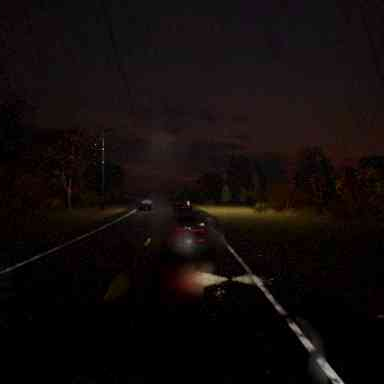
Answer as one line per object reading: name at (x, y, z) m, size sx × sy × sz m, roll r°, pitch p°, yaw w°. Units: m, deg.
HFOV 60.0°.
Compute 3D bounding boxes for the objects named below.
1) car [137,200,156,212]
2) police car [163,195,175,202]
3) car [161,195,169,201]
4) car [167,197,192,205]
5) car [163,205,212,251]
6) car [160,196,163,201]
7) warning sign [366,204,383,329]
car at (-5.259, 1.634, 38.992) m, size 1.994 × 1.385 × 4.181 m, roll 0°, pitch 0°, yaw -5°
police car at (-4.801, 1.528, 75.122) m, size 1.930 × 1.638 × 5.238 m, roll 0°, pitch 0°, yaw -9°
car at (-7.485, 1.633, 90.874) m, size 1.812 × 1.442 × 4.674 m, roll 0°, pitch 0°, yaw -11°
car at (-0.963, 1.548, 30.751) m, size 2.128 × 1.511 × 4.902 m, roll 0°, pitch 0°, yaw -3°
car at (-0.185, 1.536, 14.289) m, size 1.837 × 1.490 × 4.892 m, roll 0°, pitch 0°, yaw -2°
car at (-6.412, 1.586, 84.937) m, size 1.882 × 1.535 × 5.008 m, roll 0°, pitch 0°, yaw -10°
warning sign at (3.520, 1.125, 4.947) m, size 1.300 × 1.860 × 1.060 m, roll 0°, pitch 0°, yaw -1°
